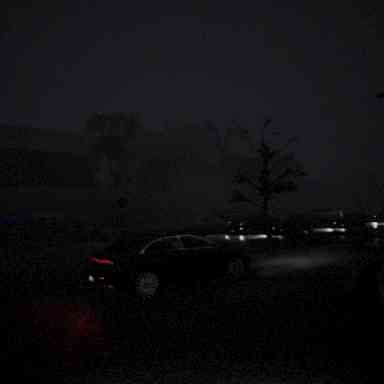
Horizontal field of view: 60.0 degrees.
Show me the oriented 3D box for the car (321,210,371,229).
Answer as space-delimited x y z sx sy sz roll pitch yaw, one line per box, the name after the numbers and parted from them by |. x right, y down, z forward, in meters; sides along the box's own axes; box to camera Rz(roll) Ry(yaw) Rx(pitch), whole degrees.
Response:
14.558 2.673 31.350 4.181 1.385 1.994 1 -4 -36 | car

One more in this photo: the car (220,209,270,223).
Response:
5.066 2.565 28.196 4.553 1.767 2.097 1 -4 -36 | car

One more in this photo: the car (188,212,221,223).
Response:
1.996 3.003 31.880 5.366 1.575 1.946 -5 -5 34 | car

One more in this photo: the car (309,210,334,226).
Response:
12.074 2.856 33.248 4.181 1.385 1.994 1 -4 -36 | car

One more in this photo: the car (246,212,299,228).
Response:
8.931 3.112 37.332 5.366 1.575 1.946 -5 -4 34 | car

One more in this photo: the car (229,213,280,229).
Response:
6.646 3.105 35.492 4.792 1.488 2.163 -5 -4 34 | car

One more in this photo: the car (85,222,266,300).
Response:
-0.484 1.853 9.430 4.902 1.511 2.128 0 -3 -36 | car

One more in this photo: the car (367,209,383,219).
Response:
30.796 3.476 52.985 4.792 1.488 2.163 -5 -5 34 | car

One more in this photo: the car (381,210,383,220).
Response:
24.556 2.789 38.548 5.357 1.411 2.033 1 -4 -35 | car

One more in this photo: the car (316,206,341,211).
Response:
16.294 2.946 42.509 5.566 2.045 2.435 -5 -5 34 | car

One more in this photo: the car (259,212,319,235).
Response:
7.760 2.595 26.445 4.181 1.385 1.994 1 -4 -37 | car

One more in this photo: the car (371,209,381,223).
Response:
22.608 2.957 40.822 4.674 1.442 1.812 1 -4 -35 | car

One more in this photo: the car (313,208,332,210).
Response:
13.915 3.163 40.736 5.008 1.535 2.097 -5 -5 34 | car

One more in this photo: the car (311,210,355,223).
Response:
18.744 3.233 44.239 4.892 1.521 2.231 -5 -5 34 | car

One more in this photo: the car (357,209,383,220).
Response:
28.560 3.381 51.123 5.366 1.575 1.946 -5 -5 34 | car

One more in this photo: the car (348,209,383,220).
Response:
25.993 3.391 49.469 4.674 1.452 2.002 -5 -5 34 | car
